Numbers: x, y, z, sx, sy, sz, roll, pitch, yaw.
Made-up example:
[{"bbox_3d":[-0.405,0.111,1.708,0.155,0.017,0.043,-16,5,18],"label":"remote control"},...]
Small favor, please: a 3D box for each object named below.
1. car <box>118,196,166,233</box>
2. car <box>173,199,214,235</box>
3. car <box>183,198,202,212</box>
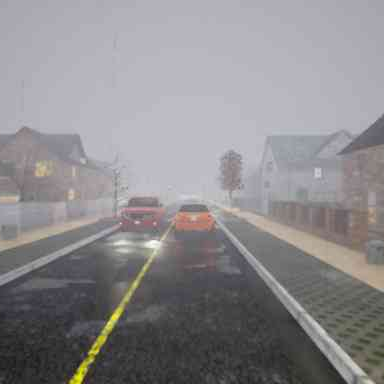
[{"bbox_3d":[-2.831,1.238,20.016,2.150,2.045,5.566,0,0,0],"label":"car"},{"bbox_3d":[0.091,1.366,18.899,2.097,1.767,4.553,0,0,0],"label":"car"},{"bbox_3d":[0.080,1.546,40.606,2.128,1.511,4.902,0,0,0],"label":"car"}]
